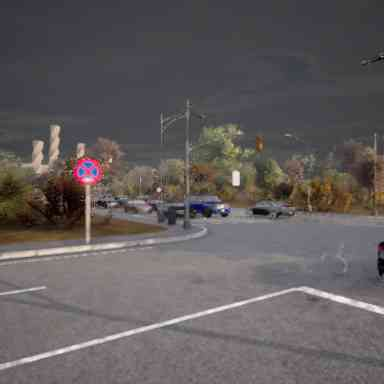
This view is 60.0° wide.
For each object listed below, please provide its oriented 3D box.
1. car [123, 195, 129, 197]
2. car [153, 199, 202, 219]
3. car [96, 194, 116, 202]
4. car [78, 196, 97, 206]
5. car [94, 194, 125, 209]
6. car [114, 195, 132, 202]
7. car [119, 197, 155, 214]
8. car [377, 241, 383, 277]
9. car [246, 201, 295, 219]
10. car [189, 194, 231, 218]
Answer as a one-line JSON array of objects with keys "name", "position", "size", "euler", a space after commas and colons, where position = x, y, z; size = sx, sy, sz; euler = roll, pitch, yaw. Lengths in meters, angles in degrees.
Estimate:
[{"name": "car", "position": [-9.606, 1.543, 48.188], "size": [1.895, 1.301, 4.718], "euler": [0, 1, -32]}, {"name": "car", "position": [-1.335, 1.582, 28.508], "size": [1.994, 1.385, 4.181], "euler": [0, 0, -32]}, {"name": "car", "position": [-17.008, 1.126, 65.955], "size": [2.128, 1.511, 4.902], "euler": [0, 1, -37]}, {"name": "car", "position": [-16.603, 1.366, 52.730], "size": [1.812, 1.442, 4.674], "euler": [0, 1, -32]}, {"name": "car", "position": [-11.179, 1.455, 44.113], "size": [2.128, 1.511, 4.902], "euler": [0, 0, -32]}, {"name": "car", "position": [-14.180, 1.235, 68.013], "size": [1.895, 1.301, 4.718], "euler": [0, 1, -37]}, {"name": "car", "position": [-5.844, 1.540, 35.645], "size": [1.812, 1.442, 4.674], "euler": [0, 0, -32]}, {"name": "car", "position": [6.711, 1.490, 8.533], "size": [5.008, 1.535, 1.882], "euler": [0, 0, -36]}, {"name": "car", "position": [6.787, 1.519, 29.243], "size": [2.128, 1.511, 4.902], "euler": [0, 0, -32]}, {"name": "car", "position": [1.274, 1.244, 30.972], "size": [2.150, 2.045, 5.566], "euler": [0, 0, -31]}]
